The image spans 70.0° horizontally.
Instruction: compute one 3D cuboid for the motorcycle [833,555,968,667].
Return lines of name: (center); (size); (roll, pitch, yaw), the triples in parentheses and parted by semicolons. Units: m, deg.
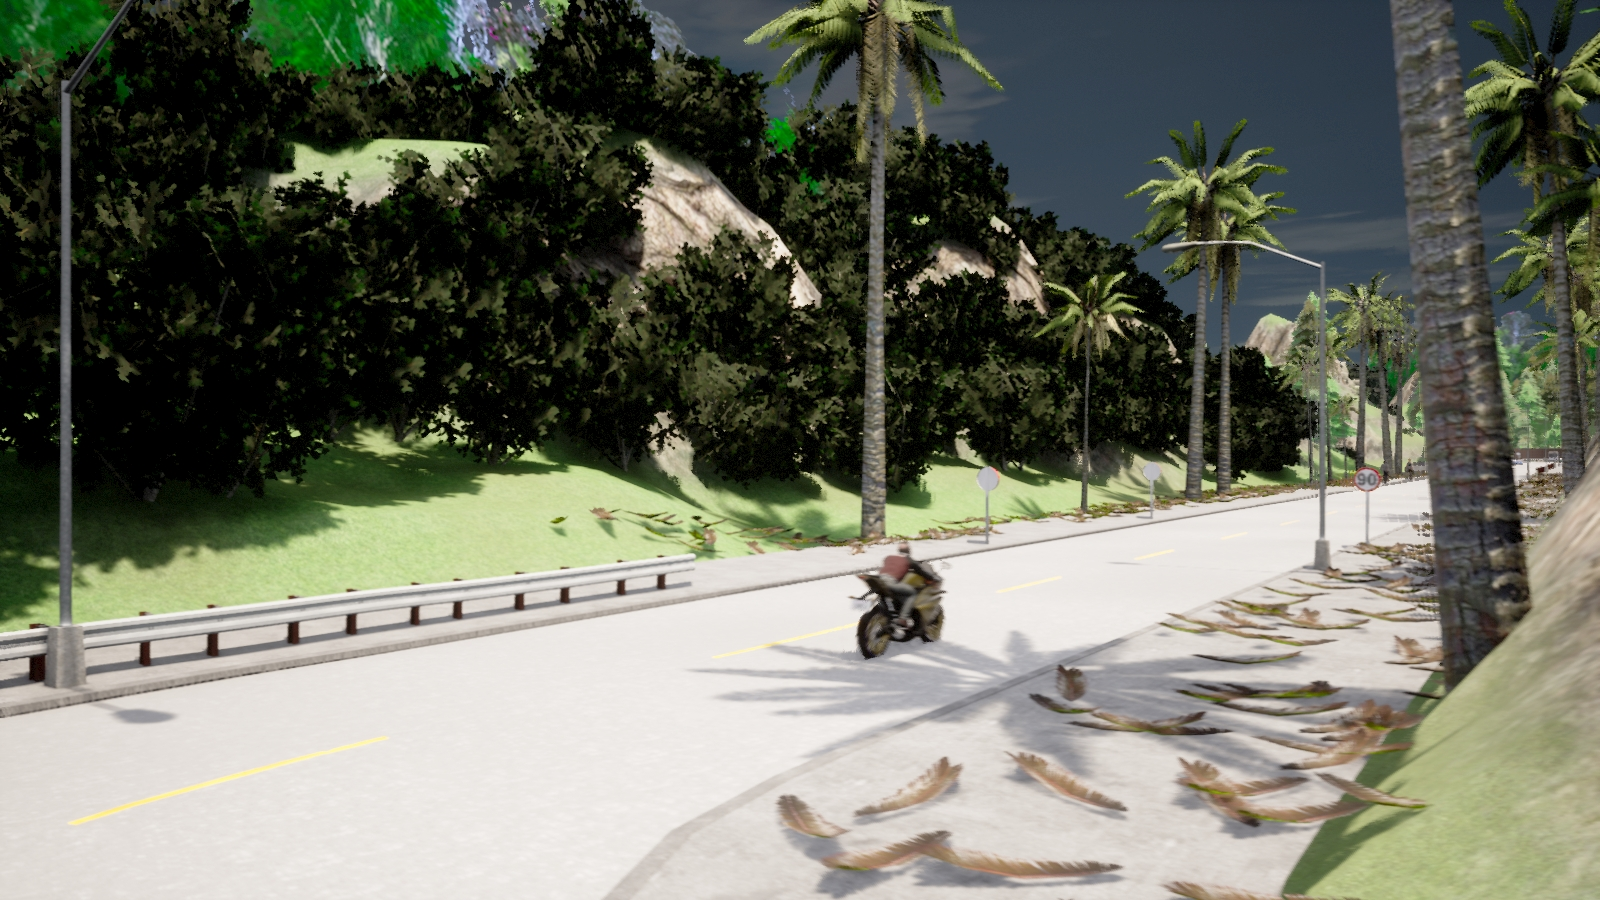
motorcycle: (1.442, 2.204, 16.021); (0.867, 1.251, 2.209); (0, 0, 36)
